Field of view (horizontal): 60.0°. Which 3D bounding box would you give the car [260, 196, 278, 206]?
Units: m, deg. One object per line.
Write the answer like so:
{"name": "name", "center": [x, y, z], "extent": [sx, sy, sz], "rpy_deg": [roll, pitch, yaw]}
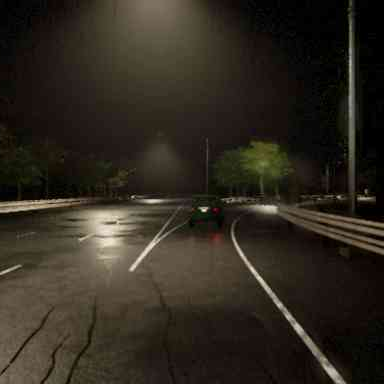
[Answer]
{"name": "car", "center": [12.423, 1.491, 53.491], "extent": [1.837, 1.490, 4.892], "rpy_deg": [0, 0, 31]}

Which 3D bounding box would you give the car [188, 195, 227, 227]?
{"name": "car", "center": [1.132, 1.221, 22.791], "extent": [2.150, 2.045, 5.566], "rpy_deg": [0, 0, 9]}
